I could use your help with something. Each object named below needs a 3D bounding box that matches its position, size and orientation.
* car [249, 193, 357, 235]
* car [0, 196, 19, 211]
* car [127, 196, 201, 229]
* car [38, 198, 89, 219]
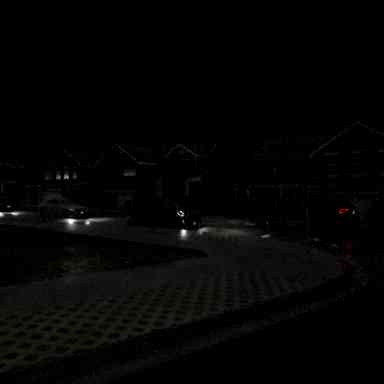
[{"bbox_3d":[5.900,1.075,18.097,5.566,2.045,2.150,1,0,40],"label":"car"},{"bbox_3d":[-18.056,1.114,31.017,4.181,1.385,1.994,1,1,34],"label":"car"},{"bbox_3d":[-1.708,1.136,19.765,4.553,1.767,2.097,1,1,35],"label":"car"},{"bbox_3d":[-9.869,1.194,25.382,4.674,1.442,1.812,1,1,35],"label":"car"}]
